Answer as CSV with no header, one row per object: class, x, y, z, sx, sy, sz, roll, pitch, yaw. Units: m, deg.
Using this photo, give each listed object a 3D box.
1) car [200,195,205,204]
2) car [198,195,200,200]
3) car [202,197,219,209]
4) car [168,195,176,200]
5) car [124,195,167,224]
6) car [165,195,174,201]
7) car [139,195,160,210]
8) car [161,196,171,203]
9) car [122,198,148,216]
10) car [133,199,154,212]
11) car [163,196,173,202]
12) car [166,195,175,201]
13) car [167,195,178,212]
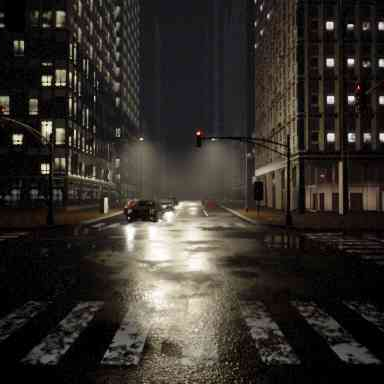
car,2.677,1.547,56.360,1.752,1.417,4.829,1,0,0
car,2.673,1.590,61.767,1.947,1.339,4.313,1,0,0
car,2.681,1.599,45.034,1.802,1.307,4.206,1,0,0
car,-5.725,1.605,95.144,1.947,1.339,4.313,1,0,0
car,-3.429,1.362,25.074,2.097,1.767,4.553,0,0,4
car,-5.718,1.578,83.994,1.887,1.381,4.507,1,0,0
car,-5.694,1.332,44.968,2.192,1.841,5.009,1,0,0
car,-5.713,1.573,72.844,1.887,1.381,4.507,1,0,0
car,-5.691,1.453,33.818,1.967,1.590,4.097,1,0,0
car,-5.697,1.597,39.393,1.802,1.307,4.206,1,0,0
car,-5.715,1.582,78.419,2.008,1.369,4.403,1,0,0
car,-5.721,1.587,89.569,2.008,1.369,4.403,1,0,0
car,-3.117,1.508,39.811,2.128,1.511,4.902,0,0,0
